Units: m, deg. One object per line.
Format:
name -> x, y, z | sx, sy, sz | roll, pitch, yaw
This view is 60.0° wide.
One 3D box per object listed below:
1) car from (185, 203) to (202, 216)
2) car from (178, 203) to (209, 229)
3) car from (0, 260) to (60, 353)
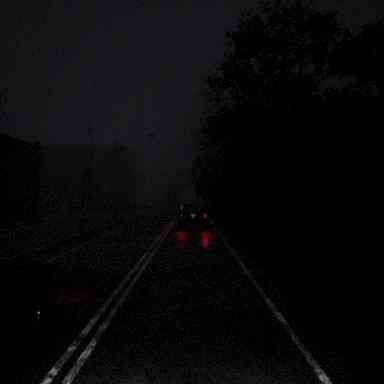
car -> 0.184, 2.100, 41.819 | 2.033, 1.411, 5.357 | 0, -1, 1
car -> 0.086, 1.632, 24.082 | 2.097, 1.767, 4.553 | 0, -1, 0
car -> -3.354, 1.585, 3.834 | 2.033, 1.411, 5.357 | 0, -1, 0
